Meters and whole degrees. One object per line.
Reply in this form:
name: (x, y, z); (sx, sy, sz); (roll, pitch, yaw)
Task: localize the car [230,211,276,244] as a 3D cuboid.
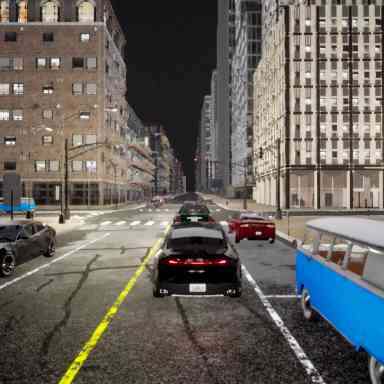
car: (2.712, 1.545, 15.786); (1.887, 1.381, 4.507); (1, 0, 0)

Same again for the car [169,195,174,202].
car: (-5.620, 1.519, 70.843); (2.008, 1.369, 4.403); (1, 0, 0)

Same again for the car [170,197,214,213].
car: (0.085, 1.352, 17.608); (2.097, 1.767, 4.553); (0, 0, -1)

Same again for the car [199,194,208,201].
car: (2.772, 1.396, 82.139); (1.967, 1.590, 4.097); (1, 0, 0)

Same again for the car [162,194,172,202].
car: (-5.613, 1.402, 76.495); (1.967, 1.590, 4.097); (1, 0, 0)

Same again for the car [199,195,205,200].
car: (2.779, 1.524, 93.441); (1.802, 1.307, 4.206); (1, 0, 0)

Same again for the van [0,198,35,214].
van: (-19.705, 1.525, 37.119); (3.998, 1.788, 1.690); (0, 0, 1)

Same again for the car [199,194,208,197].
car: (2.751, 1.531, 59.532); (2.008, 1.369, 4.403); (1, 0, 0)

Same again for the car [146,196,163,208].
car: (-5.640, 1.573, 48.237); (1.802, 1.307, 4.206); (1, 0, 0)

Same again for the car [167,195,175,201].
car: (-5.605, 1.475, 87.629); (1.752, 1.417, 4.829); (1, 0, 0)

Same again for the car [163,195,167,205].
car: (-5.633, 1.426, 53.890); (1.967, 1.590, 4.097); (1, 0, 0)

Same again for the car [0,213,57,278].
car: (-5.673, 1.567, 10.222); (1.947, 1.339, 4.313); (1, 0, 0)

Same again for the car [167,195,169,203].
car: (-5.630, 1.562, 59.541); (1.802, 1.307, 4.206); (1, 0, 0)

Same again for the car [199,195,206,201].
car: (2.776, 1.474, 87.960); (1.752, 1.417, 4.829); (1, 0, 0)

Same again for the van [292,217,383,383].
van: (2.705, 1.342, 4.632); (1.690, 1.788, 3.998); (1, 0, 0)

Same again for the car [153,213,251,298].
car: (0.108, 1.506, 8.515); (1.837, 1.490, 4.892); (0, 0, 0)
